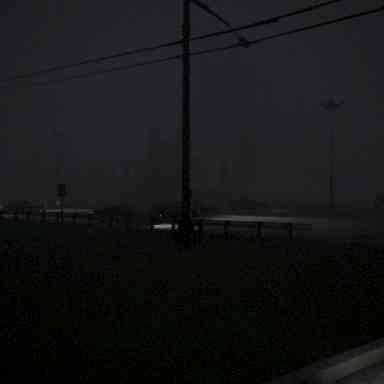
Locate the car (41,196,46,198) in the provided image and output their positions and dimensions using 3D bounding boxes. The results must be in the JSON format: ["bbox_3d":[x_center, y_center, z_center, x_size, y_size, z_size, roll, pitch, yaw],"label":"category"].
[{"bbox_3d":[-20.236,1.500,40.179,4.674,1.442,1.812,0,0,29],"label":"car"}]

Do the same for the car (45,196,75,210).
[{"bbox_3d":[-17.902,1.334,42.889,4.553,1.767,2.097,0,0,29],"label":"car"}]

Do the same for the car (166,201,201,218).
[{"bbox_3d":[-1.996,1.610,26.071,4.718,1.301,1.895,0,0,29],"label":"car"}]

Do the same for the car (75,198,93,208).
[{"bbox_3d":[-14.718,1.538,45.292,5.357,1.411,2.033,0,0,26],"label":"car"}]

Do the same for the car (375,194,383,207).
[{"bbox_3d":[30.019,1.318,52.092,2.150,2.045,5.566,1,1,33],"label":"car"}]

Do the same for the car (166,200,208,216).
[{"bbox_3d":[-1.501,1.505,29.798,4.902,1.511,2.128,0,0,29],"label":"car"}]

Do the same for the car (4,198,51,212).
[{"bbox_3d":[-17.244,1.579,34.519,4.718,1.301,1.895,0,0,29],"label":"car"}]

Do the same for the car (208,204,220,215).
[{"bbox_3d":[0.400,1.510,32.746,4.902,1.511,2.128,0,0,29],"label":"car"}]

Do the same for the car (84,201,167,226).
[{"bbox_3d":[-4.745,1.549,23.592,5.357,1.411,2.033,0,0,29],"label":"car"}]

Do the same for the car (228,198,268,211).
[{"bbox_3d":[6.823,1.542,40.488,4.892,1.490,1.837,0,1,-3],"label":"car"}]
